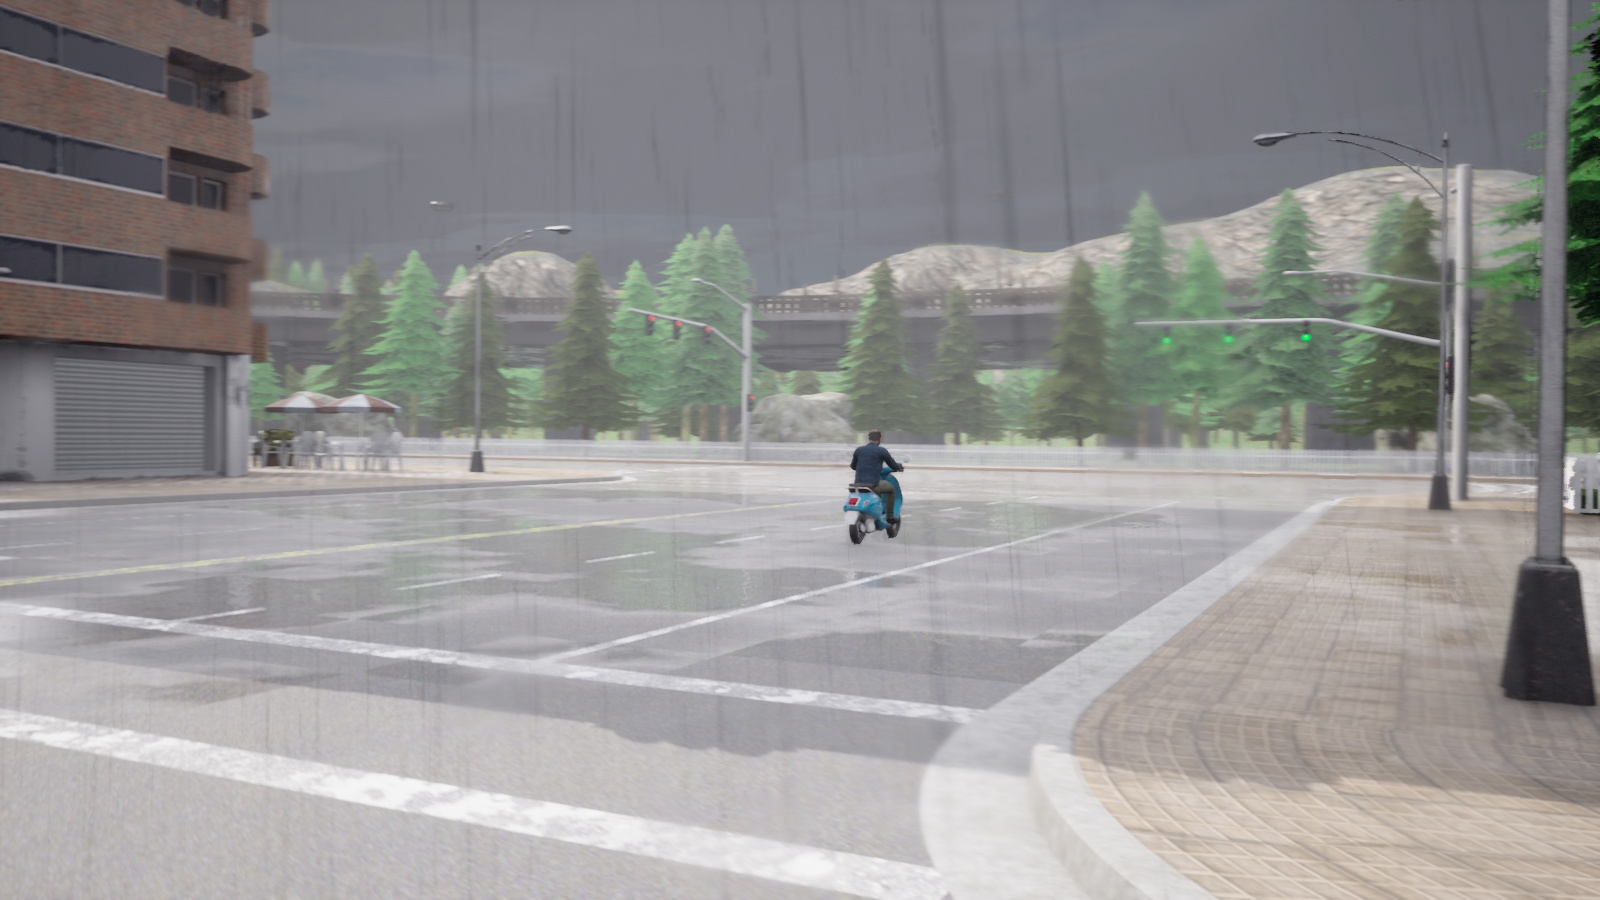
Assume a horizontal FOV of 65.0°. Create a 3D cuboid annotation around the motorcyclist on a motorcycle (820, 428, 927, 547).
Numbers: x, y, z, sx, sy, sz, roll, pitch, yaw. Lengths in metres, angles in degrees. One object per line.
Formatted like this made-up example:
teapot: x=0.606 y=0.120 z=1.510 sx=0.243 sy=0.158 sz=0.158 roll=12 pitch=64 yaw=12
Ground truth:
motorcyclist on a motorcycle: x=1.069 y=0.486 z=17.747 sx=0.866 sy=1.590 sz=1.817 roll=0 pitch=1 yaw=26
